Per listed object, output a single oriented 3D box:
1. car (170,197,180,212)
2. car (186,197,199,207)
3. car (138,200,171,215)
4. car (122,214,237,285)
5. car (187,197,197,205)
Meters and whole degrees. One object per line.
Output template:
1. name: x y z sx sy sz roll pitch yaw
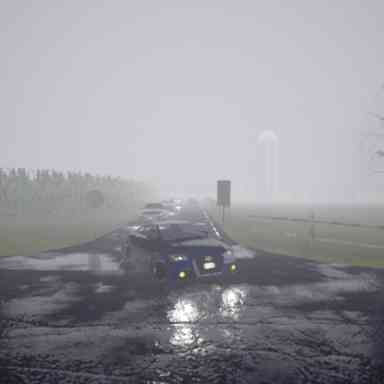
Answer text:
1. car: -2.839 1.583 38.784 2.033 1.411 5.357 0 0 0
2. car: 0.090 1.599 52.147 2.033 1.411 5.357 0 0 0
3. car: -2.856 1.544 25.010 1.812 1.442 4.674 0 0 0
4. car: -0.557 1.568 9.654 1.994 1.385 4.181 0 0 -29
5. car: -0.016 1.598 62.596 1.812 1.442 4.674 0 0 0
